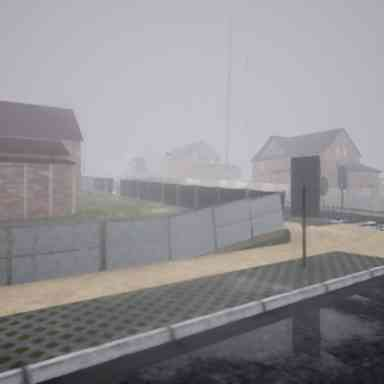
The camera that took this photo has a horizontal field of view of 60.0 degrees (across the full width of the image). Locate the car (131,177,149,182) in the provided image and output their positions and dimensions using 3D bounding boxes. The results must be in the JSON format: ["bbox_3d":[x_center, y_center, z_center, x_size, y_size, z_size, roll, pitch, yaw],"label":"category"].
[{"bbox_3d":[-6.347,-0.996,41.259,2.097,1.767,4.553,0,3,-30],"label":"car"}]
